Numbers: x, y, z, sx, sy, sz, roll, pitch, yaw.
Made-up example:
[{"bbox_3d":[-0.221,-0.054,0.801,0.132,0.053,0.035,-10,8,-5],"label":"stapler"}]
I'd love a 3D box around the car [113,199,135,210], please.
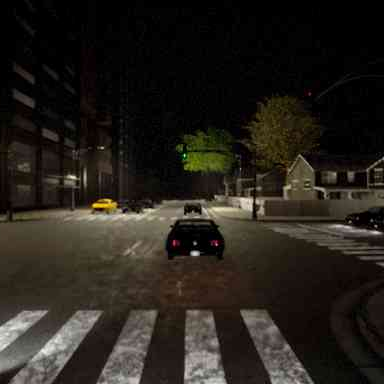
[{"bbox_3d":[-9.819,1.725,48.486,2.033,1.411,5.357,0,0,0],"label":"car"}]

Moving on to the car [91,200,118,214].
[{"bbox_3d":[-9.833,1.617,37.542,1.882,1.535,5.008,0,0,0],"label":"car"}]

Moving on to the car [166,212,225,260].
[{"bbox_3d":[0.101,1.652,12.664,1.895,1.301,4.718,0,0,0],"label":"car"}]

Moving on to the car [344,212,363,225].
[{"bbox_3d":[13.726,1.706,23.574,5.357,1.411,2.033,0,0,-6],"label":"car"}]

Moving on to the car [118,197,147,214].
[{"bbox_3d":[-6.580,1.644,37.506,1.837,1.490,4.892,0,0,0],"label":"car"}]

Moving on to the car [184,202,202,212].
[{"bbox_3d":[0.099,1.737,36.607,1.895,1.301,4.718,0,0,0],"label":"car"}]

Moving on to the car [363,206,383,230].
[{"bbox_3d":[13.808,1.684,20.294,5.357,1.411,2.033,0,0,-2],"label":"car"}]

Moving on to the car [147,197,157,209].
[{"bbox_3d":[-6.575,1.738,47.567,1.994,1.385,4.181,0,0,1],"label":"car"}]

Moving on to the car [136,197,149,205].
[{"bbox_3d":[-9.753,1.708,65.487,1.882,1.535,5.008,0,0,0],"label":"car"}]

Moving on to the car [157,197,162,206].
[{"bbox_3d":[-6.540,1.721,61.130,1.837,1.490,4.892,0,0,1],"label":"car"}]
